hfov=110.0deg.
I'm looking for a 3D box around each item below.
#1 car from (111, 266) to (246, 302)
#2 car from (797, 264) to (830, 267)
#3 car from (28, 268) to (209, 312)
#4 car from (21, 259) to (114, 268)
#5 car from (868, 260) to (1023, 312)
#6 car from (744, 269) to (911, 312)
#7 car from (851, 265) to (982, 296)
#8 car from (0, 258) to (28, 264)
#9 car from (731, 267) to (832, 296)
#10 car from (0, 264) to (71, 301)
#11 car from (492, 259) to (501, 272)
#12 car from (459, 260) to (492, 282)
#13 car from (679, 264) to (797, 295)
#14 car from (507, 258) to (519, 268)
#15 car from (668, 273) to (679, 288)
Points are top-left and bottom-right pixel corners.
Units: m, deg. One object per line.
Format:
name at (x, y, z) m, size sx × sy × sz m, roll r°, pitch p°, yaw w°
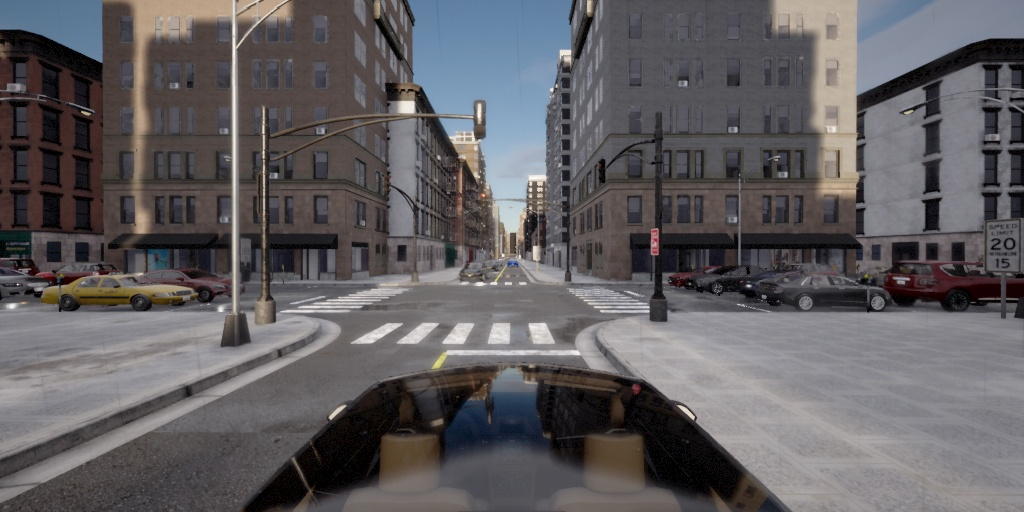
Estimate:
car at (-14.774, 1.282, 16.265) m, size 4.674 × 1.442 × 1.812 m, roll 0°, pitch 0°, yaw 0°
car at (17.229, 1.177, 21.669) m, size 4.097 × 1.591 × 1.967 m, roll 0°, pitch 0°, yaw 0°
car at (-14.883, 1.294, 13.751) m, size 4.829 × 1.417 × 1.751 m, roll 0°, pitch 0°, yaw 0°
car at (-26.349, 1.167, 21.814) m, size 4.097 × 1.591 × 1.967 m, roll 0°, pitch 0°, yaw 0°
car at (17.202, 1.091, 13.644) m, size 5.009 × 1.841 × 2.192 m, roll 0°, pitch 0°, yaw 0°
car at (11.793, 1.325, 13.662) m, size 4.403 × 1.370 × 2.007 m, roll 0°, pitch 0°, yaw 0°
car at (21.404, 1.255, 19.115) m, size 4.892 × 1.490 × 1.837 m, roll 0°, pitch 0°, yaw 0°
car at (-32.011, 1.041, 21.833) m, size 5.009 × 1.841 × 2.192 m, roll 0°, pitch 0°, yaw 0°
car at (12.704, 1.326, 16.206) m, size 4.181 × 1.385 × 1.994 m, roll 0°, pitch 0°, yaw 0°
car at (-23.930, 1.246, 16.312) m, size 4.902 × 1.511 × 2.128 m, roll 0°, pitch 0°, yaw 0°
car at (-2.736, 1.267, 46.236) m, size 1.837 × 1.490 × 4.892 m, roll 0°, pitch -1°, yaw 0°
car at (-3.009, 1.258, 29.074) m, size 1.837 × 1.490 × 4.892 m, roll 0°, pitch 0°, yaw 4°
car at (11.921, 1.253, 19.143) m, size 4.892 × 1.490 × 1.837 m, roll 0°, pitch 0°, yaw 0°
car at (0.153, 1.247, 63.171) m, size 1.882 × 1.535 × 5.008 m, roll 0°, pitch 0°, yaw 0°
car at (11.820, 1.281, 21.687) m, size 4.507 × 1.381 × 1.888 m, roll 0°, pitch 0°, yaw 0°
